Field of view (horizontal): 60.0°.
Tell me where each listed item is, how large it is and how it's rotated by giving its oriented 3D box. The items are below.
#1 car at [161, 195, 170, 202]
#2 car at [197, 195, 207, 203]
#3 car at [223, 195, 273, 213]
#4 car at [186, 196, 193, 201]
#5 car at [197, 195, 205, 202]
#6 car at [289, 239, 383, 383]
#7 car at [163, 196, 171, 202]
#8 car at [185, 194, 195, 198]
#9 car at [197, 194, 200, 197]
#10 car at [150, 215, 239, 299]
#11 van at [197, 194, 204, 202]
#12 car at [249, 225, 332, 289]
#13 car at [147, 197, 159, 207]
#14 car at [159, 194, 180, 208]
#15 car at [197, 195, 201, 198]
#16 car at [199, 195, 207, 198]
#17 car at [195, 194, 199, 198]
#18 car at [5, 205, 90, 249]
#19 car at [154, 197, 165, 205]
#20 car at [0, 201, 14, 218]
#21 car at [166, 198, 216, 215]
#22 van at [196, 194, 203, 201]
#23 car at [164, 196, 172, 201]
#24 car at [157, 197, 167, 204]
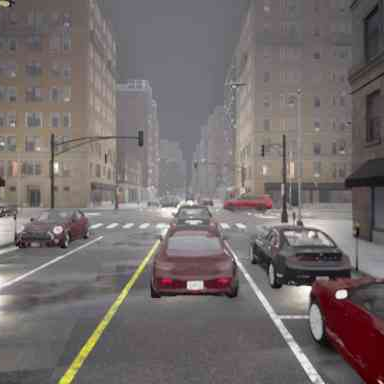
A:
[{"bbox_3d":[-6.384,1.616,80.345,1.967,1.590,4.097,0,0,-1],"label":"car"},{"bbox_3d":[2.202,1.594,74.926,1.967,1.590,4.097,0,0,-1],"label":"car"},{"bbox_3d":[6.372,1.318,37.892,5.566,2.045,2.150,1,0,9],"label":"car"},{"bbox_3d":[-0.642,1.775,90.359,1.994,1.385,4.181,0,0,-1],"label":"car"},{"bbox_3d":[2.141,1.616,80.432,1.967,1.590,4.097,0,0,-1],"label":"car"},{"bbox_3d":[2.670,1.548,3.480,1.887,1.381,4.507,0,0,0],"label":"car"},{"bbox_3d":[-6.446,1.782,85.852,1.802,1.307,4.206,0,0,-1],"label":"car"},{"bbox_3d":[-0.525,1.399,79.929,2.150,2.045,5.566,0,0,-1],"label":"car"},{"bbox_3d":[2.324,1.640,64.082,1.752,1.417,4.829,0,0,-1],"label":"car"},{"bbox_3d":[0.023,1.534,8.349,1.812,1.442,4.674,0,0,-1],"label":"car"},{"bbox_3d":[2.080,1.542,85.940,1.690,1.788,3.998,0,0,-1],"label":"van"},{"bbox_3d":[2.660,1.560,8.972,2.008,1.369,4.403,0,0,0],"label":"car"},{"bbox_3d":[-6.076,1.633,52.806,2.008,1.369,4.403,0,0,-1],"label":"car"},{"bbox_3d":[-3.255,1.425,48.690,2.097,1.767,4.553,0,0,-1],"label":"car"},{"bbox_3d":[2.388,1.664,58.405,1.947,1.339,4.313,0,0,-1],"label":"car"},{"bbox_3d":[2.449,1.628,52.898,1.887,1.381,4.507,0,0,-1],"label":"car"},{"bbox_3d":[2.265,1.448,69.419,2.192,1.841,5.009,0,0,-1],"label":"car"},{"bbox_3d":[-5.875,1.455,14.445,1.967,1.590,4.097,0,0,0],"label":"car"},{"bbox_3d":[-6.199,1.658,63.822,1.887,1.381,4.507,0,0,-1],"label":"car"},{"bbox_3d":[-17.341,1.274,27.184,4.553,1.767,2.097,0,-1,0],"label":"car"},{"bbox_3d":[0.071,1.369,15.814,2.097,1.767,4.553,0,0,0],"label":"car"},{"bbox_3d":[2.018,1.568,91.446,1.690,1.788,3.998,0,0,-1],"label":"van"},{"bbox_3d":[-6.508,1.793,91.360,1.947,1.339,4.313,0,0,-1],"label":"car"},{"bbox_3d":[-6.261,1.714,69.329,1.802,1.307,4.206,0,0,-1],"label":"car"}]
